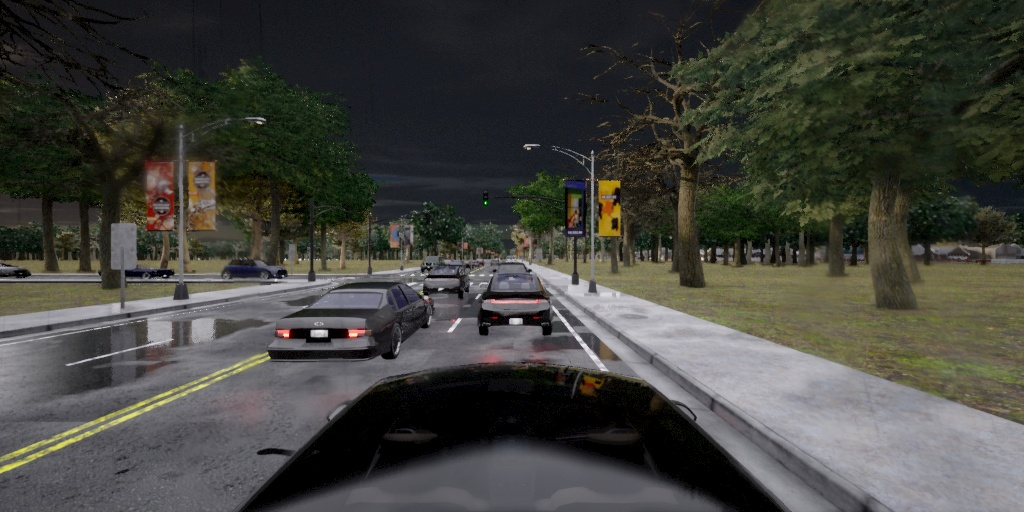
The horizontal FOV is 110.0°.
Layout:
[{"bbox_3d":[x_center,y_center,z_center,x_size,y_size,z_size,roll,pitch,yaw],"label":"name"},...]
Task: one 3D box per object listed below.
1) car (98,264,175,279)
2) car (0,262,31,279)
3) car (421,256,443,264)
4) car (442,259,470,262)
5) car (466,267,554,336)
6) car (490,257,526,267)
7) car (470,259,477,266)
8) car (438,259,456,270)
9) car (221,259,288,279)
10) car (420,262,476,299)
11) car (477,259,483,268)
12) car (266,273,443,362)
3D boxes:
[{"bbox_3d":[-31.091,1.325,29.835,4.718,1.301,1.895,0,0,0],"label":"car"},{"bbox_3d":[-43.287,1.219,29.823,4.892,1.490,1.837,0,0,0],"label":"car"},{"bbox_3d":[-9.948,0.989,45.450,2.150,2.045,5.566,0,0,0],"label":"car"},{"bbox_3d":[-6.707,1.313,43.664,2.033,1.411,5.357,0,0,0],"label":"car"},{"bbox_3d":[0.079,1.243,10.410,2.128,1.511,4.902,0,0,0],"label":"car"},{"bbox_3d":[0.018,1.106,19.384,2.097,1.767,4.553,0,0,0],"label":"car"},{"bbox_3d":[-6.727,1.375,53.252,1.895,1.301,4.718,0,0,0],"label":"car"},{"bbox_3d":[-9.979,1.254,55.435,1.882,1.535,5.008,0,0,0],"label":"car"},{"bbox_3d":[-21.316,1.088,29.870,4.553,1.767,2.097,0,0,-1],"label":"car"},{"bbox_3d":[-3.181,1.245,18.044,2.128,1.511,4.902,0,0,-2],"label":"car"},{"bbox_3d":[-6.721,1.349,63.264,1.994,1.385,4.181,0,0,1],"label":"car"},{"bbox_3d":[-3.157,1.298,8.297,2.033,1.411,5.357,0,0,-1],"label":"car"}]
